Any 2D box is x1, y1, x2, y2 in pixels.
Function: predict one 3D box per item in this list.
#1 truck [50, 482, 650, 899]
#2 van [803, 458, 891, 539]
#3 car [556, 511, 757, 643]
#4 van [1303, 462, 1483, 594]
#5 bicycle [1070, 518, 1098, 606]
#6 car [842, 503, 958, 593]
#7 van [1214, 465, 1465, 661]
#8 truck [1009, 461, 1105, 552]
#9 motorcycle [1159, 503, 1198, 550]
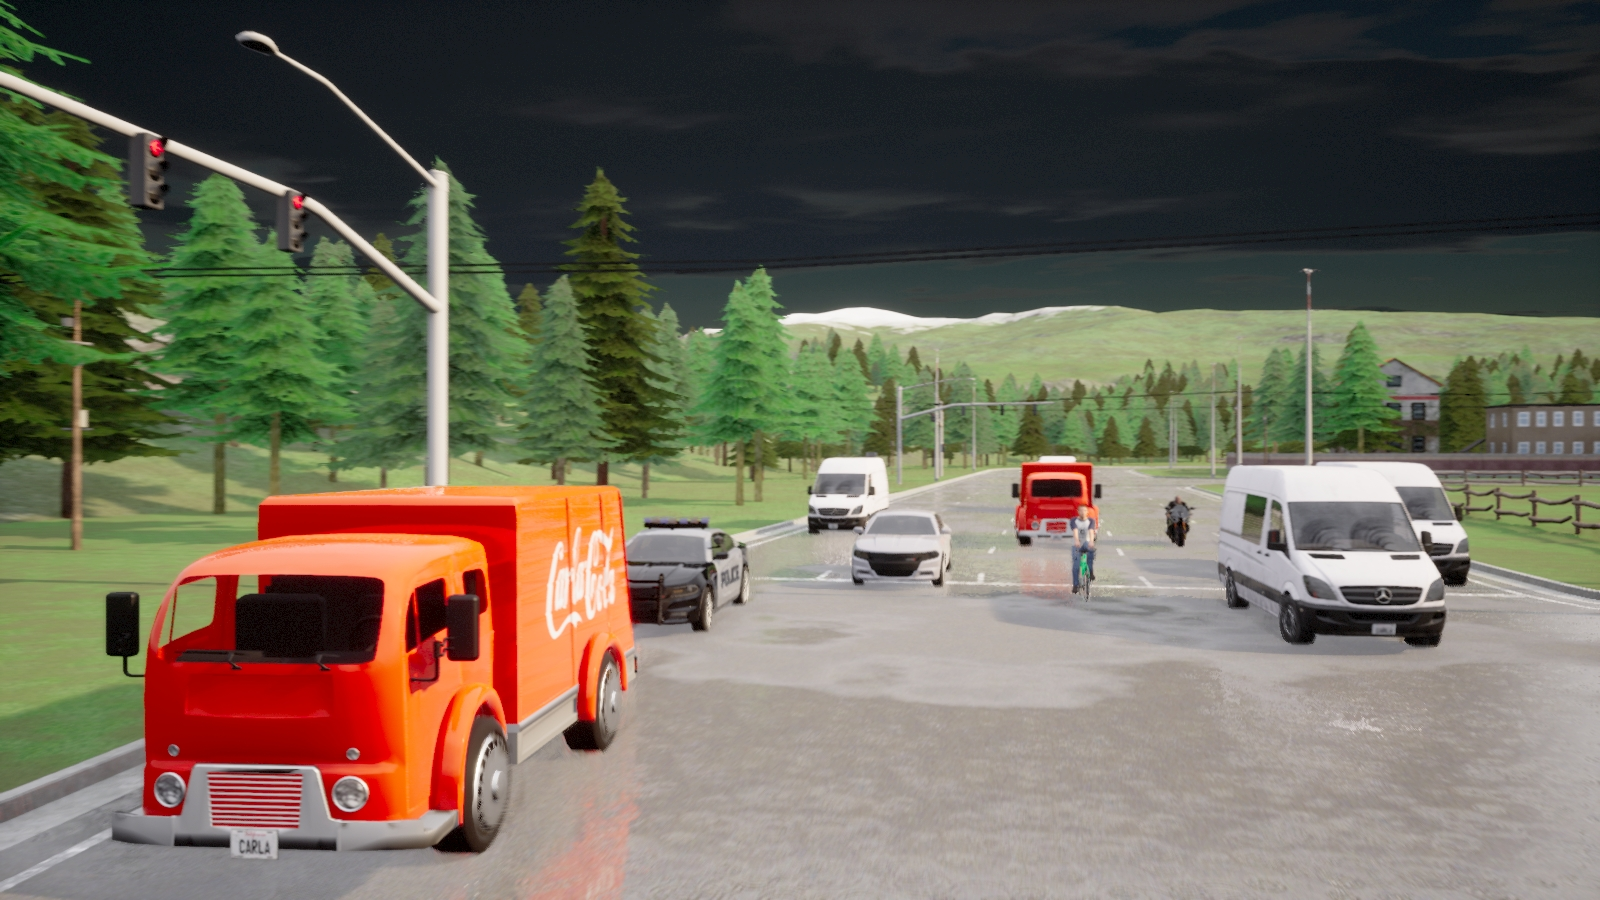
[{"bbox_3d":[-3.105,1.573,9.543,2.627,2.467,5.204,0,0,5],"label":"truck"},{"bbox_3d":[1.726,1.565,39.571,1.988,2.561,5.915,0,0,13],"label":"van"},{"bbox_3d":[-2.217,1.996,19.386,2.097,1.638,5.238,0,0,8],"label":"car"},{"bbox_3d":[13.079,1.564,25.681,1.988,2.561,5.915,0,0,11],"label":"van"},{"bbox_3d":[5.338,2.077,21.522,0.373,1.496,1.643,0,0,9],"label":"bicycle"},{"bbox_3d":[2.311,2.055,25.123,2.097,1.535,5.006,0,0,10],"label":"car"},{"bbox_3d":[8.348,1.555,18.390,1.988,2.561,5.915,0,0,8],"label":"van"},{"bbox_3d":[7.739,1.601,34.479,2.627,2.467,5.204,0,0,13],"label":"truck"},{"bbox_3d":[11.180,2.239,33.812,0.867,1.251,2.209,0,0,13],"label":"motorcycle"}]
